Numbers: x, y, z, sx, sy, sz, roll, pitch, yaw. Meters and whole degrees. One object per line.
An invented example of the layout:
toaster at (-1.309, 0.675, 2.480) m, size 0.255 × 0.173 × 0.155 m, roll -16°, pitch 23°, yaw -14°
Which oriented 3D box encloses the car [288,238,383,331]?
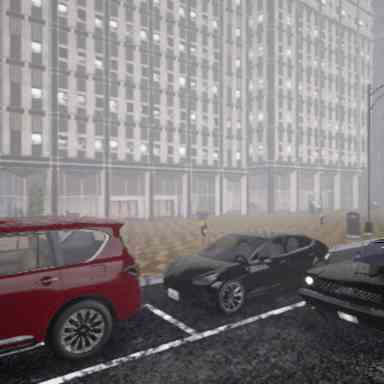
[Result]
car at (4.171, 1.597, 6.350) m, size 4.718 × 1.301 × 1.895 m, roll 0°, pitch 0°, yaw -35°

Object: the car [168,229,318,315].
car at (1.424, 1.563, 7.576) m, size 4.313 × 1.339 × 1.947 m, roll 0°, pitch 0°, yaw -35°

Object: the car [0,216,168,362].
car at (-3.074, 1.315, 4.370) m, size 5.009 × 1.841 × 2.192 m, roll 0°, pitch 0°, yaw -35°
